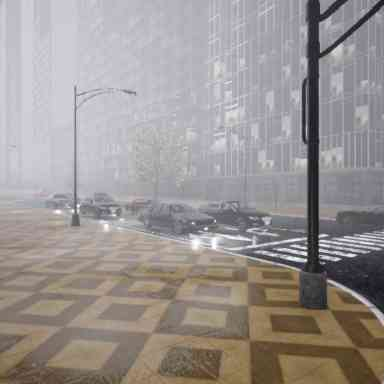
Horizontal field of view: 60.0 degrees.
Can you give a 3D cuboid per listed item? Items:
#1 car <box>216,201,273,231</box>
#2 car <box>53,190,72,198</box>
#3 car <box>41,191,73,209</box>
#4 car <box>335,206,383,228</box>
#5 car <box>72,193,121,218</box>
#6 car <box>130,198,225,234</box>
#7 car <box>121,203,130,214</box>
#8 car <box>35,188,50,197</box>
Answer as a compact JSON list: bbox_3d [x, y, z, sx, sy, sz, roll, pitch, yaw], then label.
[{"bbox_3d":[2.309,1.254,18.772,2.128,1.511,4.902,0,1,-38],"label":"car"},{"bbox_3d":[-25.378,0.316,65.041,2.033,1.411,5.357,0,1,-38],"label":"car"},{"bbox_3d":[-13.382,0.902,33.531,1.812,1.442,4.674,0,1,-38],"label":"car"},{"bbox_3d":[10.723,1.444,18.707,4.718,1.301,1.895,1,1,44],"label":"car"},{"bbox_3d":[-7.049,1.056,25.428,2.128,1.511,4.902,0,1,-38],"label":"car"},{"bbox_3d":[-0.974,1.292,17.688,2.033,1.411,5.357,0,1,-38],"label":"car"},{"bbox_3d":[-3.416,1.193,26.063,1.895,1.301,4.718,0,1,-38],"label":"car"},{"bbox_3d":[-28.478,0.110,63.731,2.097,1.767,4.553,0,1,-38],"label":"car"}]
